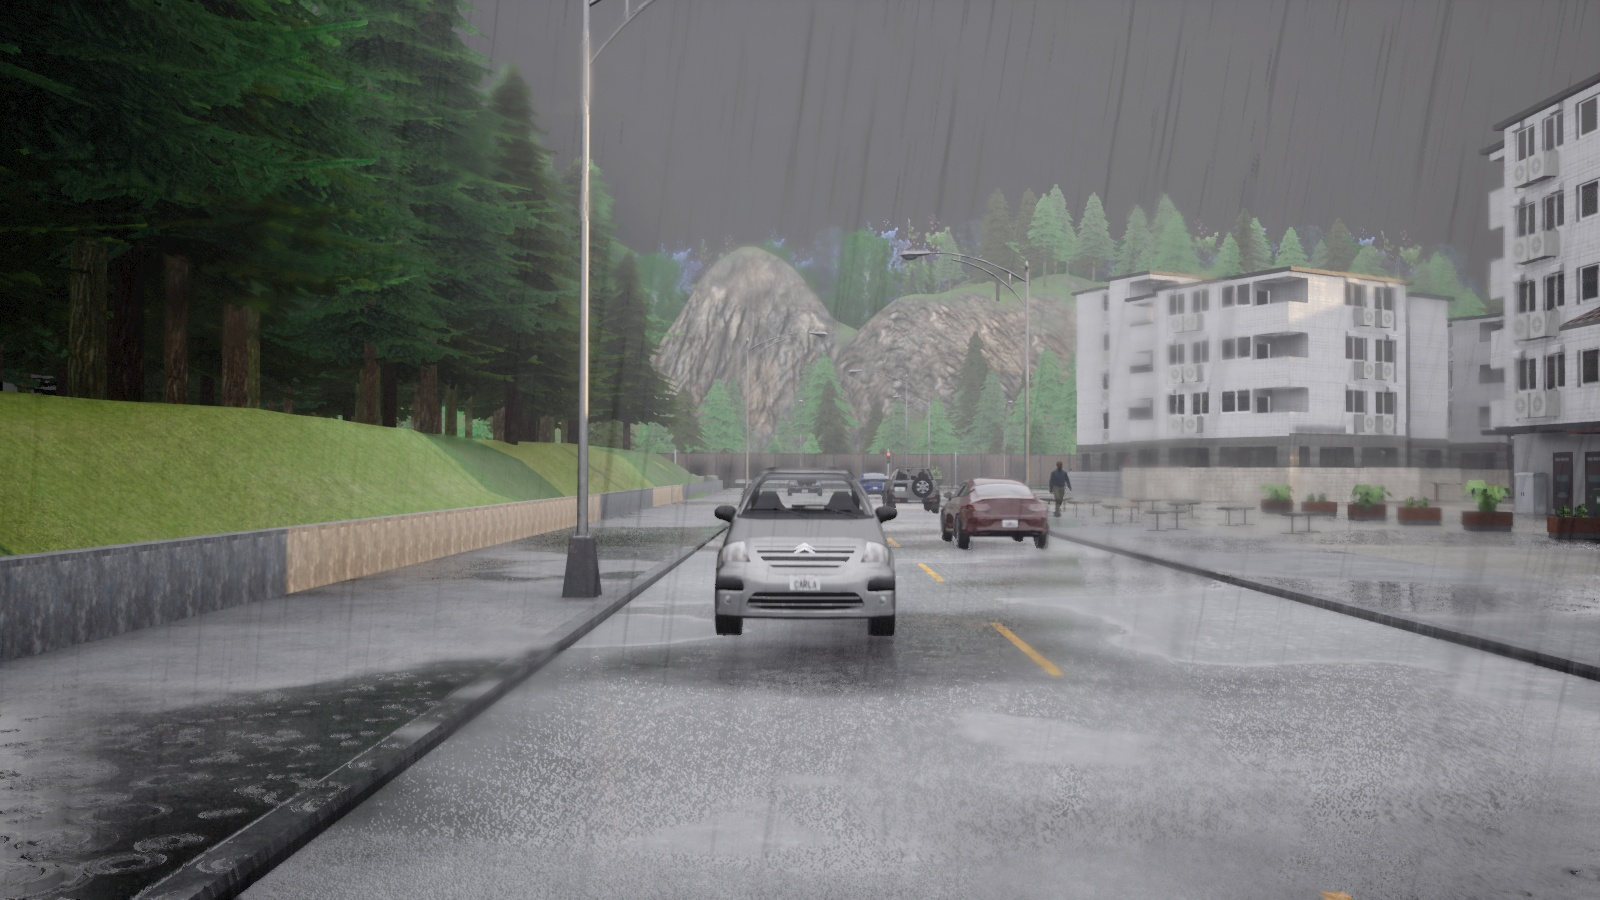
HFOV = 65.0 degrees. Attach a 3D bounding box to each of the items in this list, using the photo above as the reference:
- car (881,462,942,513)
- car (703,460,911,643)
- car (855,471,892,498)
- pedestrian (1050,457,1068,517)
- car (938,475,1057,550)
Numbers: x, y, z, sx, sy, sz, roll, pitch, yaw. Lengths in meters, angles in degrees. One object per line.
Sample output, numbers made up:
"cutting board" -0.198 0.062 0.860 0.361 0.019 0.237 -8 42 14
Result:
"car" 4.206 1.420 48.089 1.932 1.855 4.605 0 -1 0
"car" 0.067 0.933 13.172 1.851 1.617 3.988 0 -1 0
"car" 4.309 2.016 74.095 1.882 1.535 5.008 0 -1 0
"pedestrian" 8.079 1.148 39.173 0.370 1.835 0.726 0 -1 -5
"car" 4.123 1.275 26.909 1.812 1.442 4.674 0 -1 0
